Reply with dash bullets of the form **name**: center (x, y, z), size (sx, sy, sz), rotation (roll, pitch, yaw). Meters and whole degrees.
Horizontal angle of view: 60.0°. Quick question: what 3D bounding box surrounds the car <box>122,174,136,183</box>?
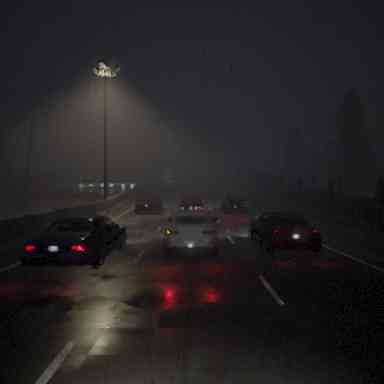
- **car**: center (-10.811, -2.365, 57.410), size (1.812, 1.442, 4.674), rotation (0, 7, 0)

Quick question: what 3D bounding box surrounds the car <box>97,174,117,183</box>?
- **car**: center (-14.306, -2.365, 57.398), size (1.812, 1.442, 4.674), rotation (0, 7, 0)

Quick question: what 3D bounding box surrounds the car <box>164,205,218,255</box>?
- **car**: center (0.014, 1.412, 12.637), size (1.812, 1.442, 4.674), rotation (0, 0, 2)

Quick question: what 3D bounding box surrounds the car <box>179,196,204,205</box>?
- **car**: center (-0.066, 1.022, 25.654), size (2.033, 1.411, 5.357), rotation (0, 3, 0)

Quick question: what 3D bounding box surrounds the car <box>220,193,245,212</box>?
- **car**: center (3.448, 0.825, 28.512), size (1.812, 1.442, 4.674), rotation (0, 4, 0)

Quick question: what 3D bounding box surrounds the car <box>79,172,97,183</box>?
- **car**: center (-17.804, -2.546, 57.424), size (2.097, 1.767, 4.553), rotation (0, 7, 0)

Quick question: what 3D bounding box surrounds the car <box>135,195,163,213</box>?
- **car**: center (-3.553, 0.903, 27.928), size (1.994, 1.385, 4.181), rotation (0, 4, 0)

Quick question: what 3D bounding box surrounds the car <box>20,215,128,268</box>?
- **car**: center (-3.488, 1.450, 10.888), size (2.033, 1.411, 5.357), rotation (0, 1, 0)

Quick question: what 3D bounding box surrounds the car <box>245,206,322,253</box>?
- **car**: center (3.525, 1.445, 13.213), size (1.994, 1.385, 4.181), rotation (0, 1, 0)
